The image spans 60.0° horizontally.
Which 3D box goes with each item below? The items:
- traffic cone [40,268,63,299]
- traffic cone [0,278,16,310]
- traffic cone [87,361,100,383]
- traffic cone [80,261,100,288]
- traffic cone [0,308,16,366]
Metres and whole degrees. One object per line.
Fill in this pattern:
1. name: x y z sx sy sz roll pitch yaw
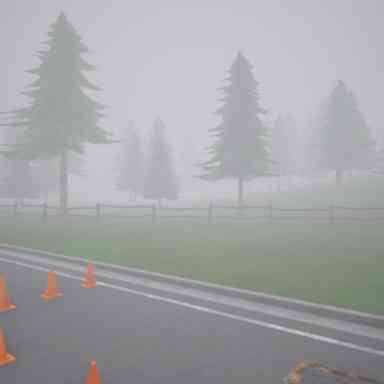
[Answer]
1. traffic cone: -3.046 1.950 7.206 0.340 0.580 0.340 0 0 36
2. traffic cone: -3.630 1.949 6.393 0.340 0.580 0.340 0 0 36
3. traffic cone: -0.963 1.954 3.248 0.340 0.580 0.340 0 0 36
4. traffic cone: -2.463 1.951 8.018 0.340 0.580 0.340 0 0 36
5. traffic cone: -2.588 1.951 4.415 0.340 0.580 0.340 0 0 36
